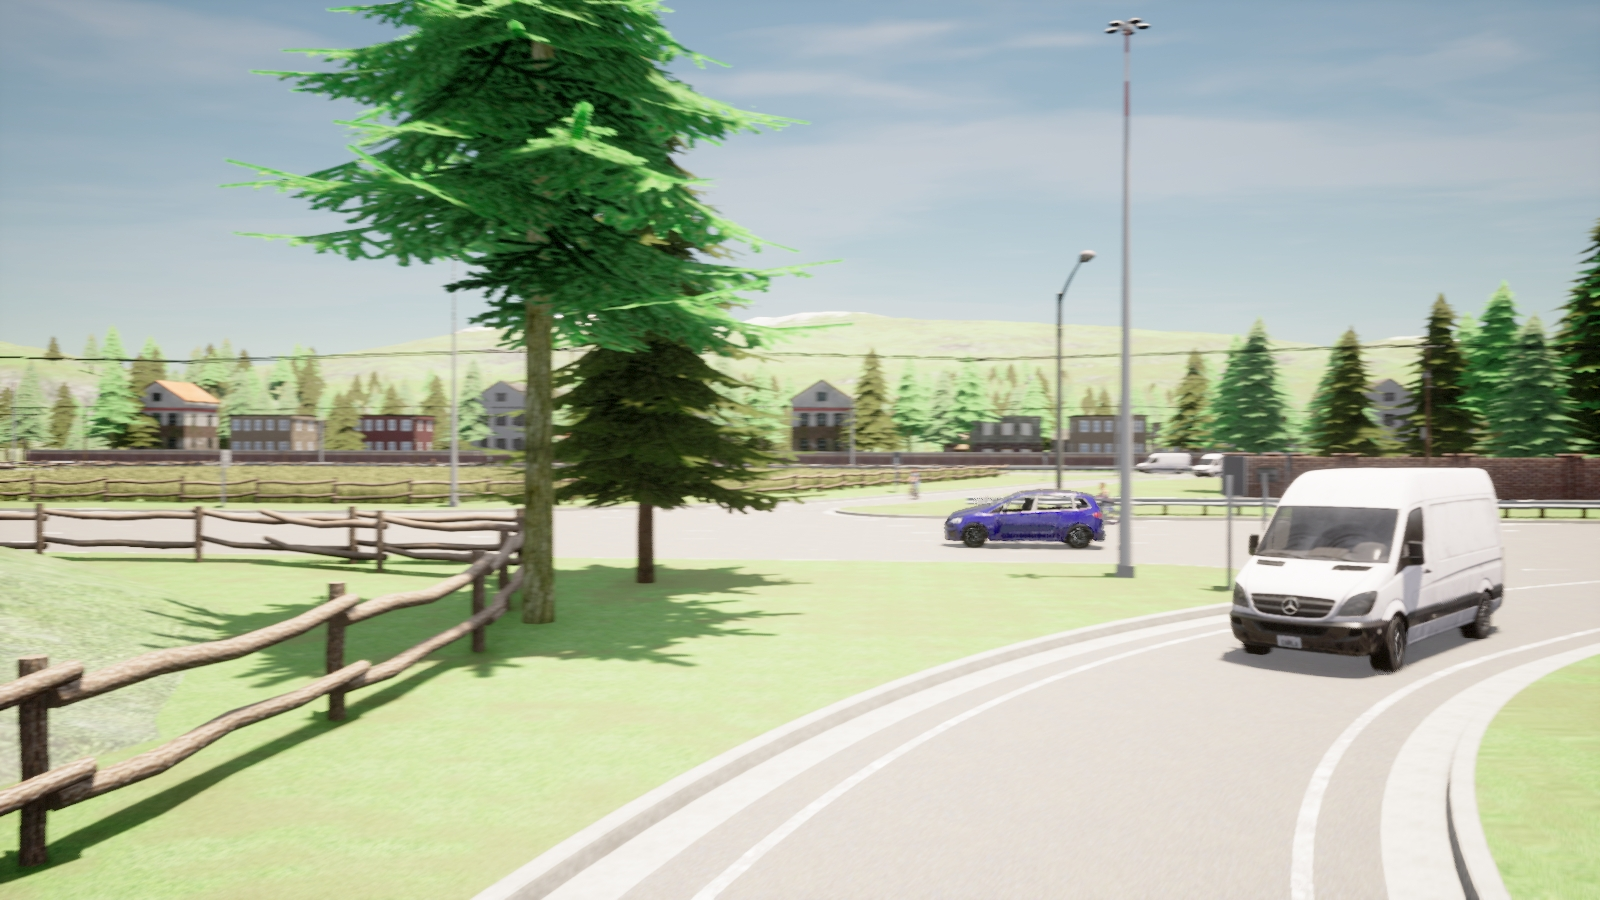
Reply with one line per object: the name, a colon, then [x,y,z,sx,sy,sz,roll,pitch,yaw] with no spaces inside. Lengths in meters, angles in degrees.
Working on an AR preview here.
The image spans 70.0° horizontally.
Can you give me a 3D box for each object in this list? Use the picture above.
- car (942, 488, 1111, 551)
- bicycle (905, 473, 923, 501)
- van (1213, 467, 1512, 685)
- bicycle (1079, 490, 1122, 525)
car: [6.537,1.991,33.402,4.611,1.667,2.242,0,0,5]
bicycle: [6.452,2.079,64.599,0.373,1.496,1.643,0,0,31]
van: [8.324,1.560,16.541,5.915,2.561,1.988,0,-1,-44]
bicycle: [11.442,2.195,43.545,1.487,1.276,0.859,0,0,5]
